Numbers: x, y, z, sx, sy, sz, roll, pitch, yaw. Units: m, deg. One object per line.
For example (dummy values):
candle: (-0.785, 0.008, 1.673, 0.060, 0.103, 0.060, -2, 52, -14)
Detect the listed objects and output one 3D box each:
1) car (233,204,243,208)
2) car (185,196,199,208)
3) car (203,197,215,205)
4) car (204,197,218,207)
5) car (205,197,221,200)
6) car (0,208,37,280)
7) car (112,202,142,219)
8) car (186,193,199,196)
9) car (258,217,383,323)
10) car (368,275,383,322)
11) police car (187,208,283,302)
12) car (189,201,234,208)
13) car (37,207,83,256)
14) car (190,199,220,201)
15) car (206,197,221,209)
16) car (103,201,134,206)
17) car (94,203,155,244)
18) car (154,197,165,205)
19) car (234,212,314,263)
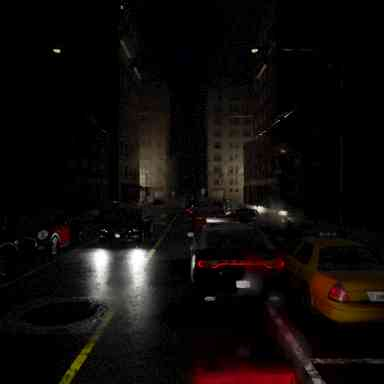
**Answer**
car: (2.881, 1.559, 18.281, 1.947, 1.339, 4.313, -1, 0, 0)
car: (0.075, 1.575, 46.267, 1.895, 1.301, 4.718, 0, 0, 1)
car: (2.941, 1.545, 57.382, 1.802, 1.307, 4.206, -1, 0, 0)
car: (2.933, 1.534, 51.797, 1.947, 1.339, 4.313, -1, 0, 0)
car: (2.915, 1.530, 40.625, 2.008, 1.369, 4.403, -1, 0, 0)
car: (-5.673, 1.313, 7.121, 2.192, 1.841, 5.009, -1, 0, 0)
car: (-5.640, 1.570, 29.464, 1.802, 1.307, 4.206, -1, 0, 0)
car: (0.075, 1.182, 59.545, 2.150, 2.045, 5.566, 0, 0, 0)
car: (2.864, 1.523, 7.280, 1.752, 1.417, 4.829, -1, 0, 0)
car: (2.856, 1.581, 1.523, 1.802, 1.307, 4.206, -1, 0, 0)
police car: (0.908, 1.423, 8.449, 1.930, 1.638, 5.238, 0, 0, 0)
car: (0.921, 1.471, 18.340, 1.882, 1.535, 5.008, 0, 0, 0)
car: (-5.664, 1.436, 12.707, 1.967, 1.590, 4.097, -1, 0, 0)
car: (0.928, 1.496, 24.340, 1.837, 1.490, 4.892, 0, 0, 0)
car: (2.924, 1.499, 46.380, 1.752, 1.417, 4.829, -1, 0, 0)
car: (-5.649, 1.431, 23.878, 1.967, 1.590, 4.097, -1, 0, 0)
car: (-2.982, 1.499, 15.752, 1.837, 1.490, 4.892, 0, 0, 0)
car: (-5.604, 1.507, 57.392, 1.887, 1.381, 4.507, -1, 0, 0)
car: (2.872, 1.561, 12.695, 1.947, 1.339, 4.313, -1, 0, 0)
